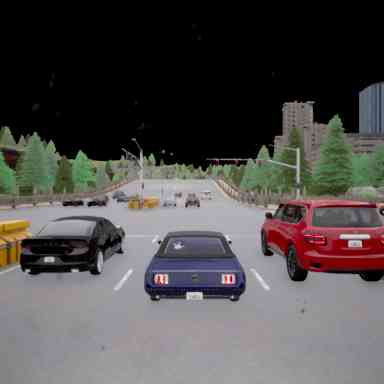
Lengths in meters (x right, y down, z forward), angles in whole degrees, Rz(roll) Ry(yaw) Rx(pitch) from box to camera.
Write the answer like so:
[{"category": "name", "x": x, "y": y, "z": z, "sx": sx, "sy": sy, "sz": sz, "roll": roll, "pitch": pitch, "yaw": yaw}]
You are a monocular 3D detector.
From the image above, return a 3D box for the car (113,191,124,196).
[{"category": "car", "x": -17.590, "y": 0.793, "z": 79.787, "sx": 2.150, "sy": 2.045, "sz": 5.566, "roll": 0, "pitch": 3, "yaw": 0}]

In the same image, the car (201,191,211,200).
[{"category": "car", "x": 3.410, "y": 0.794, "z": 79.866, "sx": 2.150, "sy": 2.045, "sz": 5.566, "roll": 0, "pitch": 3, "yaw": 0}]

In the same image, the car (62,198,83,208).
[{"category": "car", "x": -17.584, "y": 1.600, "z": 49.347, "sx": 1.895, "sy": 1.301, "sz": 4.718, "roll": 0, "pitch": 0, "yaw": 0}]

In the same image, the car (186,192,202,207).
[{"category": "car", "x": 0.108, "y": 1.351, "z": 51.699, "sx": 2.097, "sy": 1.767, "sz": 4.553, "roll": 0, "pitch": 0, "yaw": 0}]

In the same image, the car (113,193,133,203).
[{"category": "car", "x": -14.027, "y": 1.523, "z": 68.036, "sx": 2.033, "sy": 1.411, "sz": 5.357, "roll": 0, "pitch": 1, "yaw": 0}]

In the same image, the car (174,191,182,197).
[{"category": "car", "x": -3.632, "y": 0.515, "z": 87.682, "sx": 2.128, "sy": 1.511, "sz": 4.902, "roll": 0, "pitch": 6, "yaw": 0}]

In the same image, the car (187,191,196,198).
[{"category": "car", "x": -0.126, "y": 0.623, "z": 86.456, "sx": 2.128, "sy": 1.511, "sz": 4.902, "roll": 0, "pitch": 6, "yaw": 0}]

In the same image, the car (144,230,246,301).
[{"category": "car", "x": 0.069, "y": 1.601, "z": 8.255, "sx": 1.895, "sy": 1.301, "sz": 4.718, "roll": 0, "pitch": 0, "yaw": 0}]

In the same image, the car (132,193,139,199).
[{"category": "car", "x": -14.094, "y": 1.037, "z": 80.472, "sx": 1.812, "sy": 1.442, "sz": 4.674, "roll": 0, "pitch": 3, "yaw": 0}]

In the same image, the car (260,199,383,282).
[{"category": "car", "x": 3.574, "y": 1.221, "z": 9.936, "sx": 2.150, "sy": 2.045, "sz": 5.566, "roll": 0, "pitch": 0, "yaw": 0}]

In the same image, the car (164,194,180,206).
[{"category": "car", "x": -3.391, "y": 1.525, "z": 53.045, "sx": 1.812, "sy": 1.442, "sz": 4.674, "roll": 0, "pitch": 0, "yaw": 0}]

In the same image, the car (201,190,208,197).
[{"category": "car", "x": 3.353, "y": 0.347, "z": 90.325, "sx": 1.895, "sy": 1.301, "sz": 4.718, "roll": 0, "pitch": 7, "yaw": 0}]

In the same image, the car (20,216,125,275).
[{"category": "car", "x": -3.420, "y": 1.478, "z": 10.481, "sx": 1.882, "sy": 1.535, "sz": 5.008, "roll": 0, "pitch": 0, "yaw": 0}]

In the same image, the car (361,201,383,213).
[{"category": "car", "x": 21.141, "y": 1.601, "z": 35.914, "sx": 4.718, "sy": 1.301, "sz": 1.895, "roll": 0, "pitch": 0, "yaw": 0}]

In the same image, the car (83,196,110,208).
[{"category": "car", "x": -14.086, "y": 1.600, "z": 49.323, "sx": 1.895, "sy": 1.301, "sz": 4.718, "roll": 0, "pitch": 0, "yaw": 0}]

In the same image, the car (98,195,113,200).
[{"category": "car", "x": -17.540, "y": 1.350, "z": 64.702, "sx": 2.097, "sy": 1.767, "sz": 4.553, "roll": 0, "pitch": 0, "yaw": 0}]
